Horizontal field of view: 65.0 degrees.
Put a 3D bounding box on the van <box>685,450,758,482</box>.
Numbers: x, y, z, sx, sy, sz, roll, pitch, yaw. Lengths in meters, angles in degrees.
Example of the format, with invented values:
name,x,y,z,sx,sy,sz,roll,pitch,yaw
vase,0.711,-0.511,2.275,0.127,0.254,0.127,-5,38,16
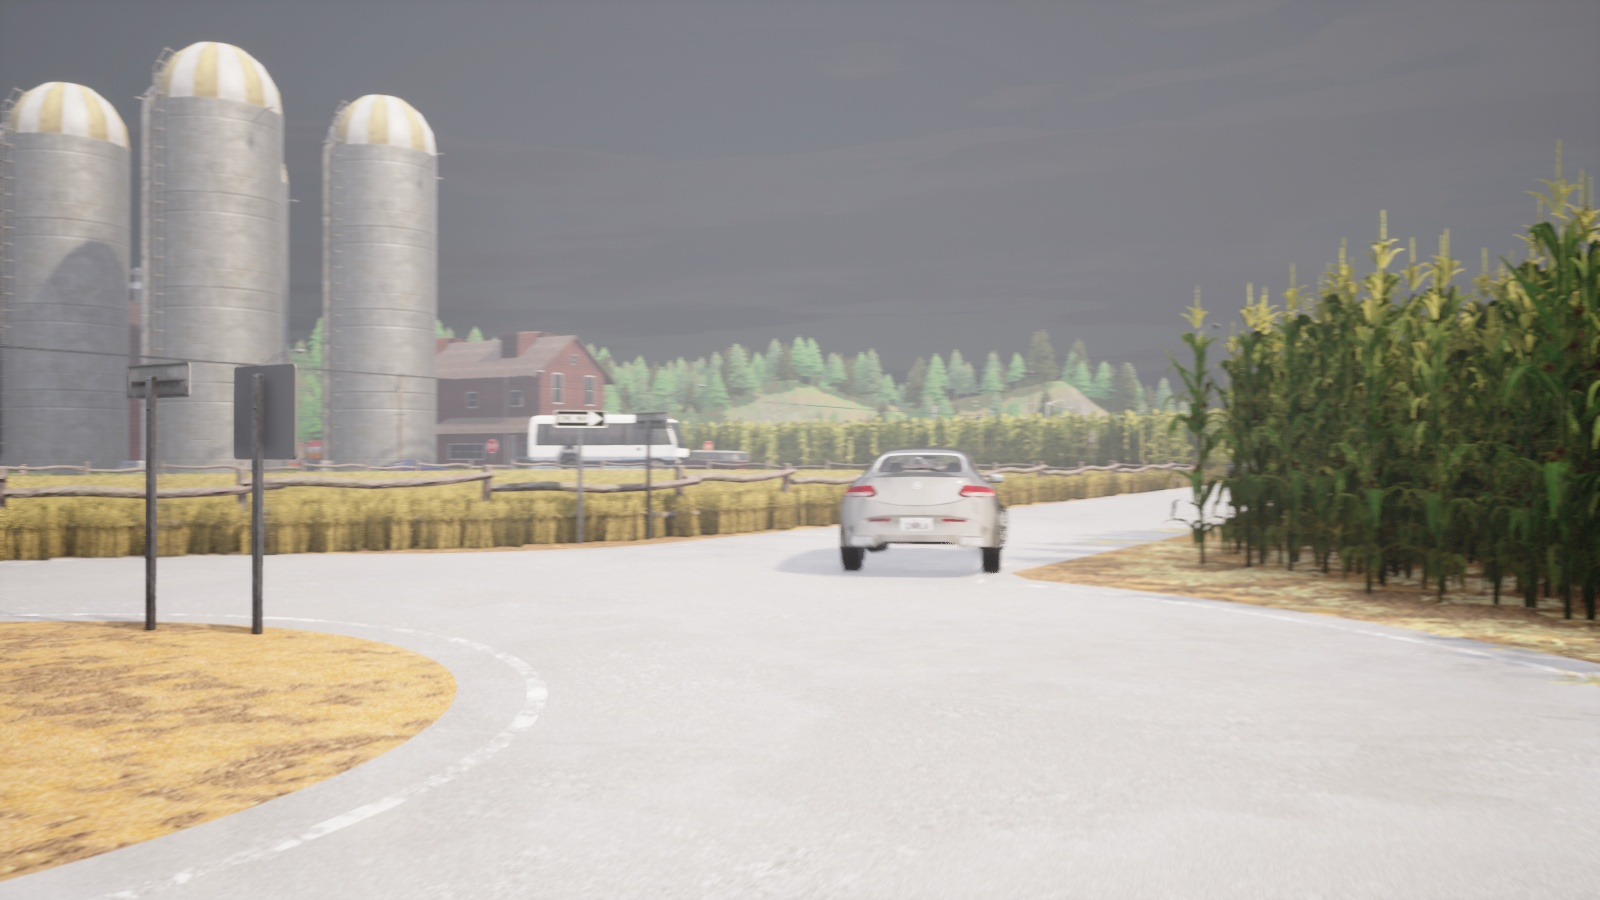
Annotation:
name,x,y,z,sx,sy,sz,roll,pitch,yaw
van,-5.085,1.023,80.895,4.442,1.987,1.775,1,0,31

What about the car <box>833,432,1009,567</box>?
name,x,y,z,sx,sy,sz,roll,pitch,yaw
car,1.900,0.623,18.035,2.152,1.651,5.027,0,0,10

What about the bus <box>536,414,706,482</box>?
name,x,y,z,sx,sy,sz,roll,pitch,yaw
bus,-11.579,-0.097,81.772,10.273,4.253,3.944,-1,0,6

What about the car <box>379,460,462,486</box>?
name,x,y,z,sx,sy,sz,roll,pitch,yaw
car,-22.317,1.319,73.955,1.812,1.442,4.674,0,0,31
